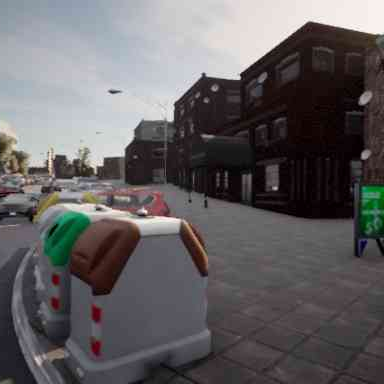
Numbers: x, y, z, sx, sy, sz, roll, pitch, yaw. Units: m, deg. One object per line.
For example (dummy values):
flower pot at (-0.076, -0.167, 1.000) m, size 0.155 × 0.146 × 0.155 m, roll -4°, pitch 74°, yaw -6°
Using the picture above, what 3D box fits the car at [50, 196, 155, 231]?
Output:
car at (-4.616, 1.064, 17.405) m, size 5.008 × 1.535 × 2.097 m, roll 1°, pitch 3°, yaw -18°

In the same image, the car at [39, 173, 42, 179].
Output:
car at (-35.202, -2.711, 71.541) m, size 4.892 × 1.521 × 2.231 m, roll 1°, pitch 3°, yaw -18°

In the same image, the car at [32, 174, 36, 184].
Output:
car at (-31.745, -2.003, 60.939) m, size 4.674 × 1.452 × 2.002 m, roll 1°, pitch 3°, yaw -18°

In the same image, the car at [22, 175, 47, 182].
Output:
car at (-38.823, -3.388, 82.093) m, size 5.366 × 1.575 × 1.946 m, roll 1°, pitch 3°, yaw -18°

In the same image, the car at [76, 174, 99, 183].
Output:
car at (-26.976, -3.506, 86.231) m, size 5.566 × 2.045 × 2.435 m, roll 1°, pitch 3°, yaw -18°

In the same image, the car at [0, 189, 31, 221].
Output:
car at (-10.241, 0.839, 19.851) m, size 1.812 × 1.442 × 4.674 m, roll 1°, pitch 3°, yaw -18°

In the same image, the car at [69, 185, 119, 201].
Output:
car at (-10.007, 0.071, 34.052) m, size 4.792 × 1.488 × 2.163 m, roll 1°, pitch 3°, yaw -18°

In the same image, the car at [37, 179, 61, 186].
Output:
car at (-16.336, -0.391, 38.579) m, size 1.882 × 1.535 × 5.008 m, roll 1°, pitch 3°, yaw -18°

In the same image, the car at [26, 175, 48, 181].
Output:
car at (-39.537, -3.521, 84.795) m, size 4.792 × 1.488 × 2.163 m, roll 1°, pitch 3°, yaw -18°

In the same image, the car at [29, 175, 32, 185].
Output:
car at (-30.048, -1.678, 55.623) m, size 4.792 × 1.488 × 2.163 m, roll 1°, pitch 3°, yaw -18°

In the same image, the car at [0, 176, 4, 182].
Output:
car at (-23.971, -0.654, 36.934) m, size 4.553 × 1.767 × 2.185 m, roll 1°, pitch 3°, yaw -18°

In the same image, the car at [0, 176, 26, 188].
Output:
car at (-29.125, -1.665, 52.984) m, size 4.553 × 1.767 × 2.185 m, roll 1°, pitch 3°, yaw -18°

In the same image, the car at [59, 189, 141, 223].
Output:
car at (-5.521, 0.791, 20.075) m, size 4.553 × 1.767 × 2.185 m, roll 1°, pitch 3°, yaw -18°

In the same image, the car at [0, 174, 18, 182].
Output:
car at (-26.597, -1.164, 45.009) m, size 4.553 × 1.767 × 2.185 m, roll 1°, pitch 3°, yaw -18°

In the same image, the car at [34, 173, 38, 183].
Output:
car at (-32.634, -2.336, 63.571) m, size 4.553 × 1.767 × 2.185 m, roll 1°, pitch 3°, yaw -18°

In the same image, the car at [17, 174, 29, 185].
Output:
car at (-28.314, -1.624, 50.306) m, size 5.566 × 2.045 × 2.435 m, roll 1°, pitch 3°, yaw -18°

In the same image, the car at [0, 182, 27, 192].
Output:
car at (-17.523, 0.052, 31.934) m, size 1.895 × 1.301 × 4.718 m, roll 1°, pitch 3°, yaw -18°

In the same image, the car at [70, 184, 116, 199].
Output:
car at (-10.945, -0.096, 36.832) m, size 4.674 × 1.452 × 2.002 m, roll 1°, pitch 3°, yaw -18°

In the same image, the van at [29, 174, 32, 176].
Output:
van at (-30.988, -2.102, 58.236) m, size 4.442 × 1.987 × 1.878 m, roll 1°, pitch 3°, yaw -18°

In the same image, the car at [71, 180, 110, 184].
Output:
car at (-9.093, 0.092, 31.255) m, size 4.553 × 1.767 × 2.185 m, roll 1°, pitch 3°, yaw -18°

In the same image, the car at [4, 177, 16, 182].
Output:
car at (-25.680, -0.840, 42.382) m, size 4.792 × 1.488 × 2.163 m, roll 1°, pitch 3°, yaw -18°

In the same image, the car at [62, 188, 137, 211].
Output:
car at (-7.136, 0.568, 25.732) m, size 5.366 × 1.575 × 1.946 m, roll 1°, pitch 3°, yaw -18°

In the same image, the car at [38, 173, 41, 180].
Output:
car at (-33.428, -2.370, 66.123) m, size 5.008 × 1.535 × 2.097 m, roll 1°, pitch 3°, yaw -18°

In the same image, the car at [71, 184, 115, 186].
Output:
car at (-8.252, 0.387, 28.584) m, size 4.892 × 1.521 × 2.231 m, roll 1°, pitch 3°, yaw -18°

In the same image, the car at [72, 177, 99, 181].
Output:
car at (-12.820, -0.621, 42.511) m, size 4.553 × 1.767 × 2.185 m, roll 1°, pitch 3°, yaw -18°

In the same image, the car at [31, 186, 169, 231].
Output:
car at (-3.732, 0.942, 14.587) m, size 5.566 × 2.045 × 2.435 m, roll 1°, pitch 2°, yaw -18°

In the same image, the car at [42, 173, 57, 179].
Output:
car at (-30.359, -3.019, 71.722) m, size 2.097 × 1.767 × 4.553 m, roll 1°, pitch 3°, yaw -18°

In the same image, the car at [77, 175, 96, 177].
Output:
car at (-13.628, -0.914, 45.193) m, size 5.566 × 2.045 × 2.435 m, roll 1°, pitch 3°, yaw -18°

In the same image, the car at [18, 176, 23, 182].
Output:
car at (-27.462, -1.176, 47.670) m, size 4.792 × 1.488 × 2.163 m, roll 1°, pitch 3°, yaw -18°
